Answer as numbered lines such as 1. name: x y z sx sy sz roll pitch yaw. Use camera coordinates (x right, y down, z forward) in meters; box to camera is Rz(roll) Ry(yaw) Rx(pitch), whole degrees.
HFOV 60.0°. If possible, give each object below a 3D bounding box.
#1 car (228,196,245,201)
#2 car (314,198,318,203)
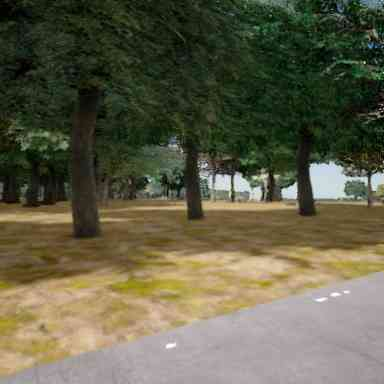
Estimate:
1. car: 12.253 1.809 92.050 4.674 1.442 1.812 0 -2 29
2. car: 28.598 2.037 82.613 4.892 1.490 1.837 0 -2 43
